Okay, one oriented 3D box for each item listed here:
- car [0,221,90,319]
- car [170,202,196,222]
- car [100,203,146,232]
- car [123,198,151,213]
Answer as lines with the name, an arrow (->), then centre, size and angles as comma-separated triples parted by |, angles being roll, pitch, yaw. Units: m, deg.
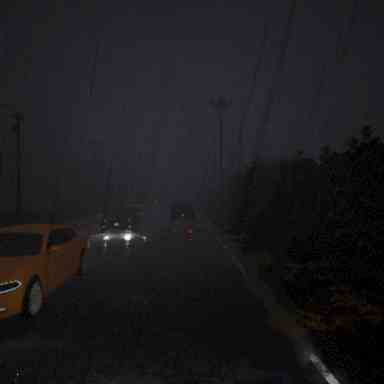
car -> -3.818, 1.509, 7.618 | 1.882, 1.535, 5.008 | 0, 0, -2
car -> -0.733, 1.505, 26.609 | 2.128, 1.511, 4.902 | 0, 0, -1
car -> -4.226, 1.603, 20.364 | 1.994, 1.385, 4.181 | 0, 0, -2
car -> -4.363, 1.173, 26.711 | 1.882, 1.535, 5.008 | 0, 0, -2
